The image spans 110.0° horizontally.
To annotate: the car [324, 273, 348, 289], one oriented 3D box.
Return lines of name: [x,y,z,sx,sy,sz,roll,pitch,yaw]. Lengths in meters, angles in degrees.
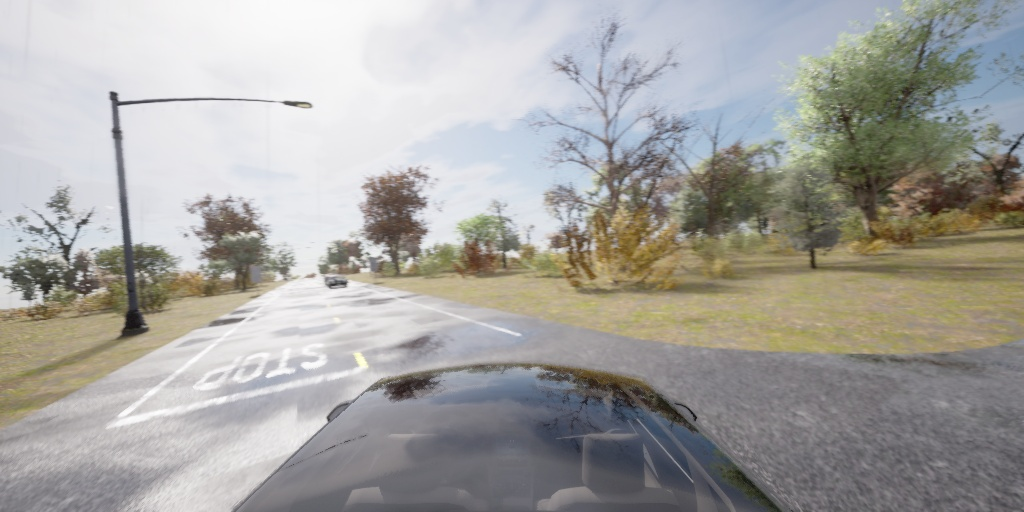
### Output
car: [-19.161,2.797,39.334,1.895,1.301,4.718,-5,0,-29]
